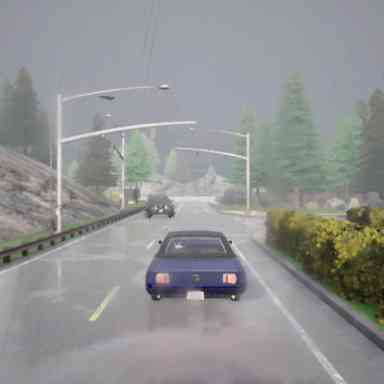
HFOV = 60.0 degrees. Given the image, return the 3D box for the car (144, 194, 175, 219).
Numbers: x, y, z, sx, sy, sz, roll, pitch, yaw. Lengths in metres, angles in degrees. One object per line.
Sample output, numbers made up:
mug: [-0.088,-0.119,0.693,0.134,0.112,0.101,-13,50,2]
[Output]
car: [-3.064,1.207,29.661,2.150,2.045,5.566,0,0,-11]

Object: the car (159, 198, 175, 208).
car: [-3.587,1.575,48.652,1.895,1.301,4.718,0,0,0]

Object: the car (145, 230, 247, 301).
car: [0.081,1.596,8.263,1.895,1.301,4.718,0,0,0]
